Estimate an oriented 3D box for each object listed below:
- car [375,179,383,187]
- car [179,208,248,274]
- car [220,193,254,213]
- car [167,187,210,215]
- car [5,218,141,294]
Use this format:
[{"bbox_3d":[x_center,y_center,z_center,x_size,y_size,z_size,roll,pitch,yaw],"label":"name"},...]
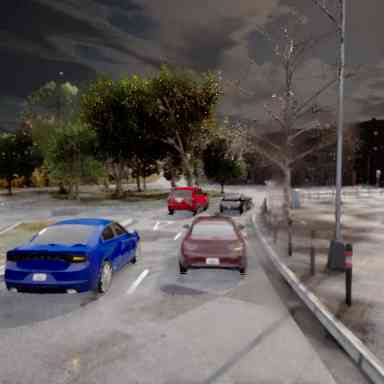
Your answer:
[{"bbox_3d":[37.588,-1.729,64.036,2.185,1.767,4.553,-1,4,-13],"label":"car"},{"bbox_3d":[0.671,1.464,10.288,1.812,1.442,4.674,0,1,4],"label":"car"},{"bbox_3d":[3.743,0.843,27.182,2.128,1.511,4.902,1,3,23],"label":"car"},{"bbox_3d":[-0.179,0.617,26.143,2.150,2.045,5.566,1,3,16],"label":"car"},{"bbox_3d":[-2.698,1.424,8.741,1.882,1.535,5.008,0,1,4],"label":"car"}]
